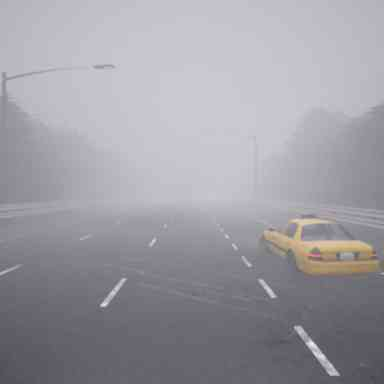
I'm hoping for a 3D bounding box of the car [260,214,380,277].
[{"bbox_3d":[3.474,1.450,10.206,1.801,1.575,5.366,-1,0,-2],"label":"car"}]
